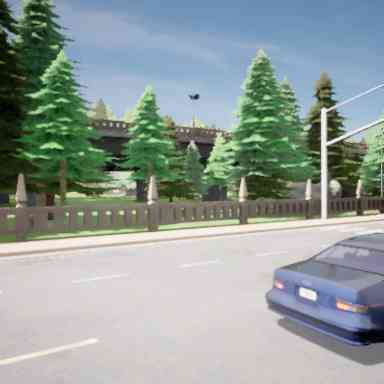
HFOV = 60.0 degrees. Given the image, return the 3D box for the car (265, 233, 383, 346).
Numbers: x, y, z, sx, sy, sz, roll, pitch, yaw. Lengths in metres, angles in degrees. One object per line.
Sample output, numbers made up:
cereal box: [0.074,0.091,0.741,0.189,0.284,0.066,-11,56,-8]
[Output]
car: [3.818,1.485,6.067,5.357,1.411,2.033,-1,0,-31]
